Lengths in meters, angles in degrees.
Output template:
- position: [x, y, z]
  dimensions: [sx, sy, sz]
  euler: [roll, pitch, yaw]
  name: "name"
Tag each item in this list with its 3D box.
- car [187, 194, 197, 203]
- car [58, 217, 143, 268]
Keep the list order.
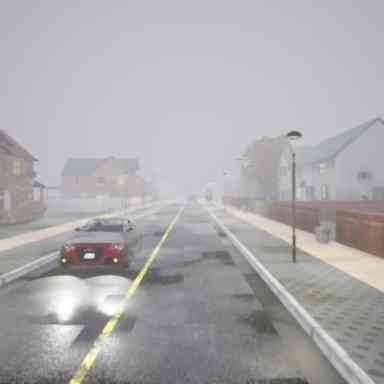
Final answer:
- position: [0.006, 1.430, 74.614]
  dimensions: [2.150, 2.045, 5.566]
  euler: [0, 0, 0]
  name: "car"
- position: [-2.838, 1.567, 11.127]
  dimensions: [1.994, 1.385, 4.181]
  euler: [0, 0, -1]
  name: "car"
